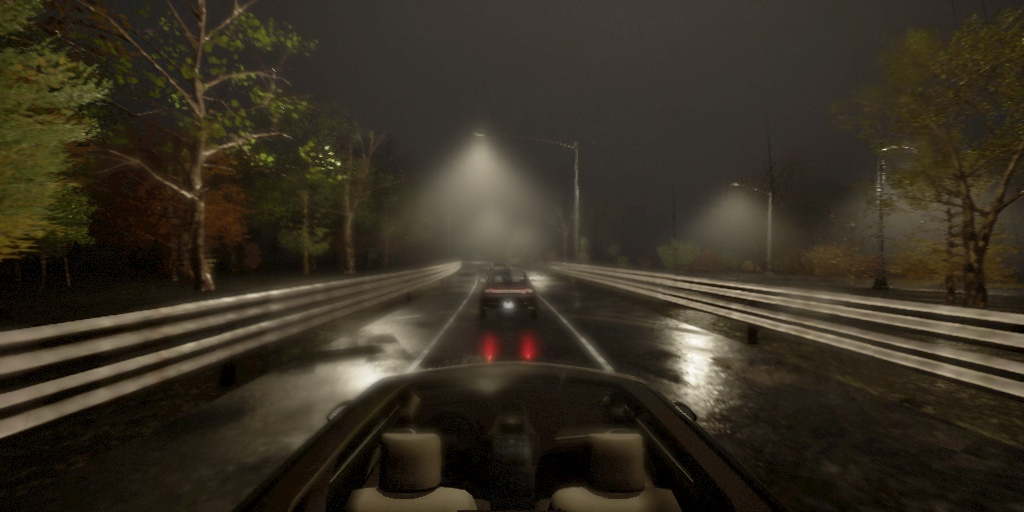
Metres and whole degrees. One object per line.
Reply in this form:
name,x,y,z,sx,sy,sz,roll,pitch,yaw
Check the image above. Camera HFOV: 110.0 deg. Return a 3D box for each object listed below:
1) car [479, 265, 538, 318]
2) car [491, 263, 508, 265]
car,-0.159,1.241,12.905,2.128,1.511,4.902,0,0,-2
car,-0.987,1.247,28.254,1.837,1.490,4.892,0,1,-4
